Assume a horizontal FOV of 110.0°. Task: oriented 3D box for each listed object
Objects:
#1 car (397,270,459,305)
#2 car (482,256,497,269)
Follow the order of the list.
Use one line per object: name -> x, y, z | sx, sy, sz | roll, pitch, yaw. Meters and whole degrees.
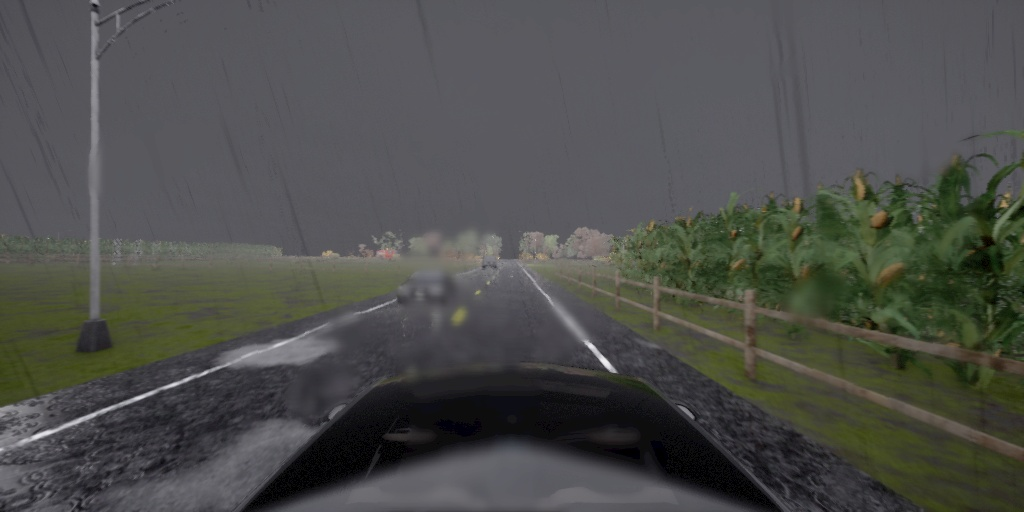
car -> -3.597, 1.319, 15.972 | 1.994, 1.385, 4.181 | 0, 0, 0
car -> -3.552, 0.993, 56.992 | 2.150, 2.045, 5.566 | 0, 0, 1
